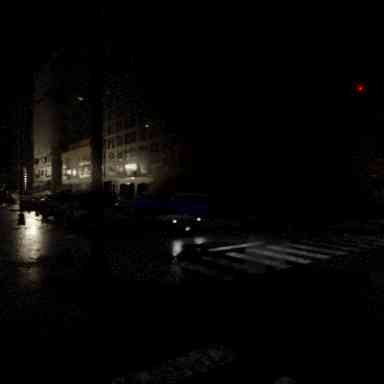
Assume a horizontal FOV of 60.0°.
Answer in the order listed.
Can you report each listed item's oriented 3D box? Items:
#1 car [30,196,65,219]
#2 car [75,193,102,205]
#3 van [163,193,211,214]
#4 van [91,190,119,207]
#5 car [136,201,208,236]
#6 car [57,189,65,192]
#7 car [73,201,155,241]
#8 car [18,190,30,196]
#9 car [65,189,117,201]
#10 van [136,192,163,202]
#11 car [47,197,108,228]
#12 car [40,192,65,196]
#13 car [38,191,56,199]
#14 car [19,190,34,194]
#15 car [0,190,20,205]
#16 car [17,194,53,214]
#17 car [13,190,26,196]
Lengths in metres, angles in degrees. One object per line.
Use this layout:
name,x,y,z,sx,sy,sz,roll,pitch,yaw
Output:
car,-10.365,1.215,24.510,1.802,1.307,4.206,0,1,-37
car,-13.347,0.872,42.840,2.008,1.369,4.403,0,1,-37
van,-0.252,0.988,25.202,1.690,1.788,3.998,0,1,-37
van,-10.072,0.743,38.429,1.690,1.788,3.998,0,1,-37
car,-1.569,1.377,17.274,1.895,1.301,4.718,-1,1,-39
car,-19.891,0.476,51.655,2.192,1.841,5.009,0,1,-37
car,-3.818,1.342,15.689,1.887,1.381,4.507,0,1,-37
car,-39.532,0.249,78.109,1.887,1.381,4.507,0,1,-37
car,-7.462,0.850,25.207,2.150,2.045,5.566,-1,1,-37
van,-3.525,0.906,29.611,1.690,1.788,3.998,0,1,-37
car,-6.989,1.243,19.963,1.752,1.417,4.829,0,1,-37
car,-13.456,1.043,33.285,1.994,1.385,4.181,-1,1,-37
car,-26.439,0.556,60.475,2.008,1.369,4.403,0,1,-37
car,-36.258,0.323,73.701,1.887,1.381,4.507,0,1,-37
car,-23.358,0.837,42.015,1.752,1.417,4.829,0,1,-37
car,-13.639,1.133,28.920,1.802,1.307,4.206,0,1,-37
car,-42.805,0.182,82.518,2.008,1.369,4.403,0,1,-37
